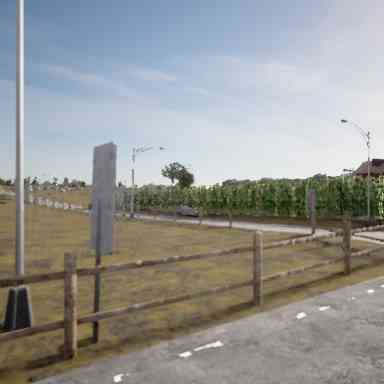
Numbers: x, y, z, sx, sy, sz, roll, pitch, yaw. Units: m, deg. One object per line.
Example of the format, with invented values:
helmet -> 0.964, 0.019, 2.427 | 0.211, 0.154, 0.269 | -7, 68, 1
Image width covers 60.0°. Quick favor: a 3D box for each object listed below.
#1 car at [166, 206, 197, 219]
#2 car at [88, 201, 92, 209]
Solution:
car -> -1.273, 2.339, 38.581 | 1.994, 1.385, 4.181 | 3, -3, -35
car -> -17.069, 2.253, 60.752 | 2.150, 2.045, 5.566 | 3, -1, -35
